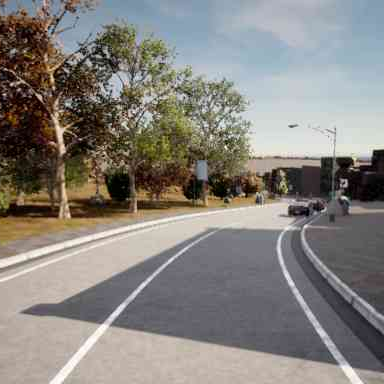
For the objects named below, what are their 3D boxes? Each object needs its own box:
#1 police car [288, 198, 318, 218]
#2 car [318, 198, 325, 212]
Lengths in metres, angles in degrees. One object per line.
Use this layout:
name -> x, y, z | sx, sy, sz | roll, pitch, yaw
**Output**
police car -> 10.698, 1.590, 32.459 | 1.930, 1.638, 5.238 | 3, 1, 26
car -> 15.031, 1.709, 41.403 | 1.882, 1.535, 5.008 | 3, 1, 26
